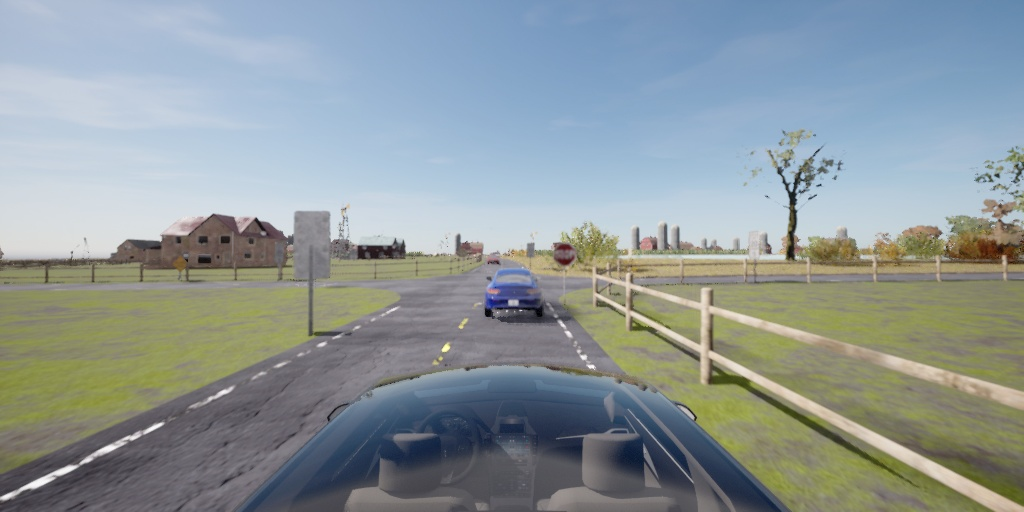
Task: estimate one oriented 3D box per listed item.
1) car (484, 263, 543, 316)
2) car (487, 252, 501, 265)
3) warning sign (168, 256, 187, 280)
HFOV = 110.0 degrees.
[{"bbox_3d":[0.060,1.143,12.529,1.812,1.442,4.674,0,1,0],"label":"car"},{"bbox_3d":[-2.949,0.588,56.839,1.882,1.535,5.008,0,1,-1],"label":"car"},{"bbox_3d":[-25.766,0.908,27.812,1.060,1.860,1.300,0,0,-1],"label":"warning sign"}]
